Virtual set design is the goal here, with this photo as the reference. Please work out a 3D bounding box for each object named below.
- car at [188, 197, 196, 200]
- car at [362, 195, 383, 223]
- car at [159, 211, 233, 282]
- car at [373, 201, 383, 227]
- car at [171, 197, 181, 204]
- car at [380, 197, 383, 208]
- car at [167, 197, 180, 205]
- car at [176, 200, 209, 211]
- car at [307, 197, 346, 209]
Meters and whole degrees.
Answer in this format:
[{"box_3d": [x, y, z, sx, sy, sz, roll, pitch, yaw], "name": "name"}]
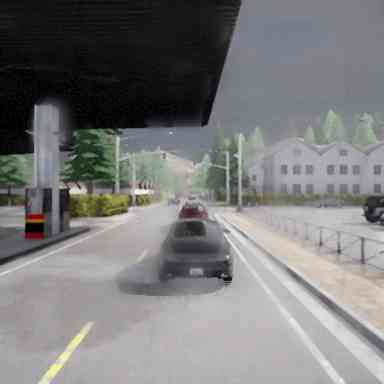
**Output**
[{"box_3d": [0.090, 1.580, 34.208, 1.837, 1.490, 4.892, 0, 1, 0], "name": "car"}, {"box_3d": [13.272, 1.140, 21.844, 3.866, 1.878, 1.905, 0, 0, -1], "name": "car"}, {"box_3d": [0.097, 1.534, 9.812, 1.837, 1.490, 4.892, 0, 0, 0], "name": "car"}, {"box_3d": [12.681, 1.415, 18.515, 3.806, 1.475, 1.970, 0, 0, -1], "name": "car"}, {"box_3d": [-3.513, 1.805, 72.008, 1.895, 1.301, 4.718, 0, 0, 0], "name": "car"}, {"box_3d": [28.195, 1.415, 44.520, 5.008, 1.535, 1.882, 0, 0, 0], "name": "car"}, {"box_3d": [-3.511, 1.745, 62.013, 1.994, 1.385, 4.181, 0, 0, 0], "name": "car"}, {"box_3d": [0.097, 1.542, 21.978, 1.882, 1.535, 5.008, 0, 0, 0], "name": "car"}, {"box_3d": [17.953, 1.429, 44.485, 4.902, 1.511, 2.128, 0, 0, 0], "name": "car"}]
